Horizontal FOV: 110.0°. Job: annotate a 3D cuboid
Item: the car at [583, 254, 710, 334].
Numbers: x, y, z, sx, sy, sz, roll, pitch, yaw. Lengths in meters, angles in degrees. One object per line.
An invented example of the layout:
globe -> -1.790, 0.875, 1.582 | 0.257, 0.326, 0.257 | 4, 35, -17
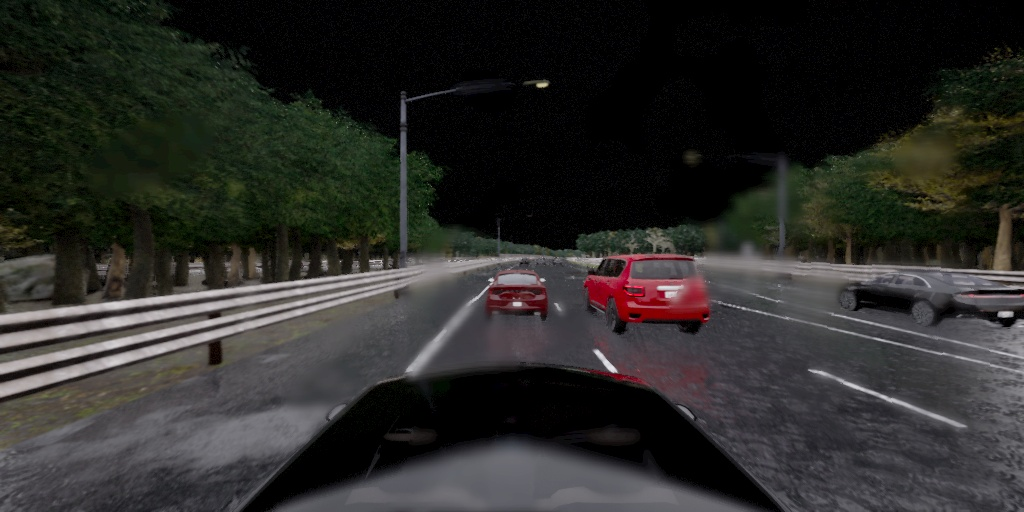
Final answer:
car -> 3.654, 0.970, 10.818 | 2.150, 2.045, 5.566 | 0, 0, 1

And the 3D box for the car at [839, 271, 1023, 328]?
car -> 12.699, 1.226, 11.273 | 2.128, 1.511, 4.902 | -1, 0, 11

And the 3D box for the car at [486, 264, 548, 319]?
car -> 0.177, 1.224, 12.725 | 1.882, 1.535, 5.008 | 0, 0, 1
